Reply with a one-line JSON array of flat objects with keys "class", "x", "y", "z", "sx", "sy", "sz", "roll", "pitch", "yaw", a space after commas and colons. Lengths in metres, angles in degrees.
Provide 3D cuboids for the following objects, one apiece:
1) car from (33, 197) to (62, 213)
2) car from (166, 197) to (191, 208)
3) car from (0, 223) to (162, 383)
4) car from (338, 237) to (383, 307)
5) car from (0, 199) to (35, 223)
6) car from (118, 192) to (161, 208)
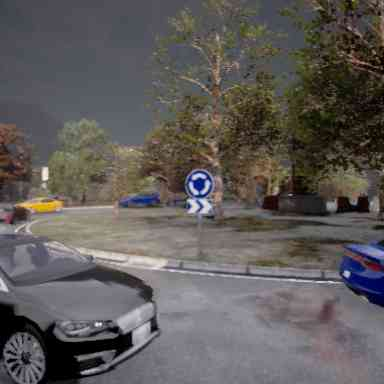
[{"class": "car", "x": -14.857, "y": 1.294, "z": 32.295, "sx": 1.882, "sy": 1.535, "sz": 5.008, "roll": 0, "pitch": 0, "yaw": 21}, {"class": "car", "x": -1.246, "y": 1.357, "z": 43.093, "sx": 4.181, "sy": 1.385, "sz": 1.994, "roll": 0, "pitch": 0, "yaw": -22}, {"class": "car", "x": -2.803, "y": 1.464, "z": 5.195, "sx": 4.902, "sy": 1.511, "sz": 2.128, "roll": 0, "pitch": 0, "yaw": 27}, {"class": "car", "x": 5.468, "y": 1.464, "z": 6.271, "sx": 5.008, "sy": 1.535, "sz": 1.882, "roll": 1, "pitch": 1, "yaw": 5}, {"class": "car", "x": -12.546, "y": 1.433, "z": 22.389, "sx": 1.994, "sy": 1.385, "sz": 4.181, "roll": 0, "pitch": 0, "yaw": -8}, {"class": "car", "x": -6.773, "y": 1.002, "z": 43.609, "sx": 5.566, "sy": 2.045, "sz": 2.150, "roll": 0, "pitch": 0, "yaw": -34}]
